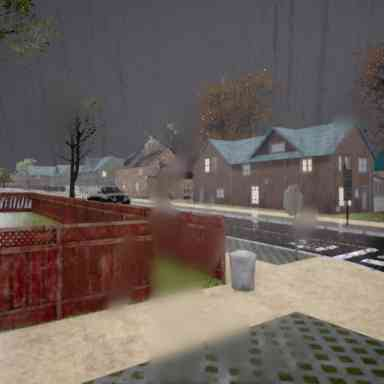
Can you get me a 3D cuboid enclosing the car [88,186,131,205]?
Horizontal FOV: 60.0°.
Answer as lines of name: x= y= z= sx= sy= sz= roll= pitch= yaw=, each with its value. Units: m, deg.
car: x=-7.413 y=0.474 z=29.336 sx=2.150 sy=2.045 sz=5.566 roll=-1 pitch=2 yaw=-36
